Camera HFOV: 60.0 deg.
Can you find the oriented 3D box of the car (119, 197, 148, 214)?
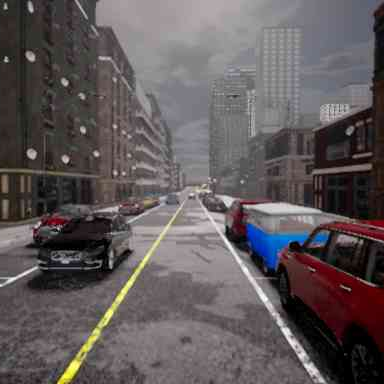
[{"bbox_3d":[-5.704,1.261,31.743,1.967,1.590,4.097,-1,0,0],"label":"car"}]

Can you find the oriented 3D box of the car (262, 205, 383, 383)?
[{"bbox_3d":[2.672,1.289,4.699,2.192,1.841,5.009,-1,0,0],"label":"car"}]

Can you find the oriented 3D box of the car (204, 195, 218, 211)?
[{"bbox_3d":[2.679,1.353,36.645,2.008,1.369,4.403,-1,0,0],"label":"car"}]

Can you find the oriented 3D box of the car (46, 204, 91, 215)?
[{"bbox_3d":[-5.704,1.353,15.521,1.967,1.590,4.097,-1,0,0],"label":"car"}]

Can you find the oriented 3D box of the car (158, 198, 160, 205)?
[{"bbox_3d":[-5.702,1.169,47.746,1.967,1.590,4.097,-1,0,0],"label":"car"}]

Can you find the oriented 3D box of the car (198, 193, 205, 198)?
[{"bbox_3d":[2.672,0.982,92.604,1.752,1.417,4.829,-1,0,0],"label":"car"}]

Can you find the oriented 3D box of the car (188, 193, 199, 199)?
[{"bbox_3d":[0.004,0.998,78.222,2.033,1.411,5.357,0,0,0],"label":"car"}]

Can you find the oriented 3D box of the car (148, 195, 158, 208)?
[{"bbox_3d":[-5.702,1.288,41.997,1.752,1.417,4.829,-1,0,0],"label":"car"}]

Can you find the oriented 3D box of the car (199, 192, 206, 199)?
[{"bbox_3d":[2.642,1.011,53.374,2.192,1.841,5.009,-1,0,0],"label":"car"}]

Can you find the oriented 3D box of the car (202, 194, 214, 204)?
[{"bbox_3d":[2.646,1.327,42.217,1.947,1.339,4.313,-1,0,0],"label":"car"}]

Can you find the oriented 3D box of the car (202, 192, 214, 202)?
[{"bbox_3d":[3.003,0.982,64.408,2.097,1.767,4.553,0,0,0],"label":"car"}]

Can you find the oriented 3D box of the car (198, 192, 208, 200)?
[{"bbox_3d":[2.644,0.843,81.273,2.192,1.841,5.009,-1,0,0],"label":"car"}]

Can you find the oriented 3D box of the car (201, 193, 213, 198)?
[{"bbox_3d":[2.646,1.295,47.796,1.947,1.339,4.313,-1,0,0],"label":"car"}]

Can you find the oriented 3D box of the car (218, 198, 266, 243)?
[{"bbox_3d":[2.673,1.228,15.513,2.192,1.841,5.009,-1,0,0],"label":"car"}]

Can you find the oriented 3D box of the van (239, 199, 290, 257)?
[{"bbox_3d":[2.673,1.285,10.106,1.690,1.788,3.998,-1,0,0],"label":"van"}]

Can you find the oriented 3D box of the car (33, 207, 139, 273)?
[{"bbox_3d":[-3.099,1.446,10.575,1.837,1.490,4.892,0,0,0],"label":"car"}]

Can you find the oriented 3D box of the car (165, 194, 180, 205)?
[{"bbox_3d":[-3.070,1.054,52.529,2.097,1.767,4.553,0,0,0],"label":"car"}]
